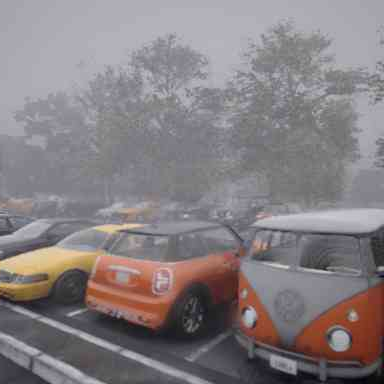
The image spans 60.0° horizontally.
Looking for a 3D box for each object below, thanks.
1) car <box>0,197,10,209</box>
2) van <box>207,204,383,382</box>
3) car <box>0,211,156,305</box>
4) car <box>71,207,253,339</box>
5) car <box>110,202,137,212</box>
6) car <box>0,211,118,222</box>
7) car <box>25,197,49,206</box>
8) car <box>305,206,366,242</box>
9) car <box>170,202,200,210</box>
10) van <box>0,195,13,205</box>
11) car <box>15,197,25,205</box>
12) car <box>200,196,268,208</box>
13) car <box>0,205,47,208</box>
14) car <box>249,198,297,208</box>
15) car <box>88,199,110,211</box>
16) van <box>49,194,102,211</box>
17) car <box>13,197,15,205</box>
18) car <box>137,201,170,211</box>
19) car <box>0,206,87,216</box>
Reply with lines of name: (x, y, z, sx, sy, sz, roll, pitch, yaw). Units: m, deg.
car: (-26.256, 1.401, 42.211, 2.097, 1.535, 5.008, 1, 1, 36)
van: (2.283, 1.292, 5.411, 1.878, 1.987, 4.442, 0, 0, 36)
car: (-2.224, 1.513, 8.571, 1.946, 1.575, 5.366, 0, 0, 36)
car: (0.125, 1.392, 7.070, 2.185, 1.767, 4.553, 0, 0, 36)
car: (-3.537, 1.506, 25.864, 2.097, 1.535, 5.008, 0, 0, 36)
car: (-4.373, 1.555, 10.349, 2.002, 1.452, 4.674, 0, 0, 36)
car: (-12.599, 1.241, 32.342, 2.435, 2.045, 5.566, 0, 0, 36)
car: (7.765, 1.556, 17.729, 2.002, 1.452, 4.674, 0, 0, 36)
car: (0.996, 1.541, 22.631, 2.163, 1.488, 4.792, 0, 0, 36)
van: (-11.085, 1.282, 15.318, 1.878, 1.987, 4.442, 0, 0, 36)
car: (-14.735, 1.486, 34.143, 1.946, 1.575, 5.366, 0, 0, 36)
car: (3.226, 1.263, 20.956, 2.435, 2.045, 5.566, 0, 0, 36)
car: (-8.891, 1.510, 13.602, 2.097, 1.535, 5.008, 0, 0, 36)
car: (5.484, 1.389, 19.328, 2.185, 1.767, 4.553, 0, 0, 36)
car: (-5.799, 1.544, 27.488, 2.002, 1.452, 4.674, 0, 0, 36)
van: (-10.389, 1.271, 30.644, 1.878, 1.987, 4.442, 0, 0, 36)
car: (-17.207, 1.485, 35.686, 2.097, 1.535, 5.008, 0, 0, 36)
car: (-1.275, 1.510, 24.238, 2.231, 1.521, 4.892, 0, 0, 36)
car: (-6.638, 1.513, 11.968, 2.097, 1.535, 5.008, 0, 0, 36)
